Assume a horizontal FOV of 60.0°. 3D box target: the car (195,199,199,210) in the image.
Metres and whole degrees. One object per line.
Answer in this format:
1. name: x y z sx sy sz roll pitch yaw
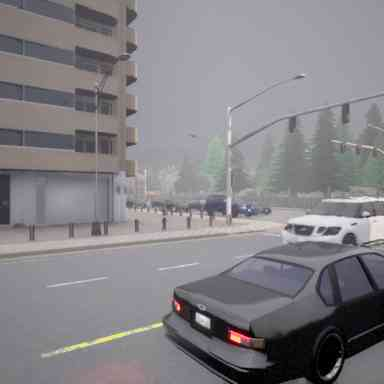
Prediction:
1. car: 1.044 1.581 40.950 1.812 1.442 4.674 0 0 -36

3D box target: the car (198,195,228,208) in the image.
1. car: 3.174 1.407 50.291 2.097 1.767 4.553 0 0 -36

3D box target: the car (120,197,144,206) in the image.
1. car: -10.372 1.602 56.868 2.033 1.411 5.357 0 0 -35

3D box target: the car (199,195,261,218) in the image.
1. car: 3.453 1.277 31.597 2.150 2.045 5.566 0 0 -36

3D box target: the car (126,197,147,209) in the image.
1. car: -8.218 1.560 47.820 1.837 1.490 4.892 0 0 -36

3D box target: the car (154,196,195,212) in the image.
1. car: -2.140 1.560 39.366 1.837 1.490 4.892 0 0 -36

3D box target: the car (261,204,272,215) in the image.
1. car: 6.075 1.619 33.947 1.994 1.385 4.181 0 0 -36

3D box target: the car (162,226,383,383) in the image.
1. car: 2.180 1.547 5.334 5.357 1.411 2.033 0 0 -35

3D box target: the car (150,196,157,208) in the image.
1. car: -4.197 1.407 48.225 2.097 1.767 4.553 0 0 -36

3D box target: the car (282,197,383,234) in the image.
1. car: 5.801 1.221 12.414 5.566 2.045 2.150 0 0 -35
